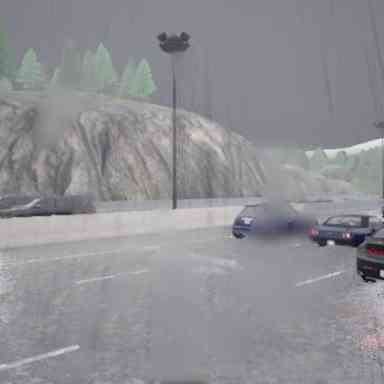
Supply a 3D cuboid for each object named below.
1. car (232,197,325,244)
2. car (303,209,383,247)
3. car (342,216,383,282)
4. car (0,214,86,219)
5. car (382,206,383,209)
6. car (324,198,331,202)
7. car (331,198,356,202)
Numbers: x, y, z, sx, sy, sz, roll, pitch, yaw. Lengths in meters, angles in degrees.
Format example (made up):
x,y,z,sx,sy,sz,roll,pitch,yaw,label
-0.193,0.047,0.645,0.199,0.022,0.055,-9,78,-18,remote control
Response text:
x,y,z,sx,sy,sz,roll,pitch,yaw,label
4.081,1.326,15.929,4.553,1.767,2.097,0,0,-39,car
6.821,1.564,13.617,4.718,1.301,1.895,0,0,-39,car
6.007,1.475,8.488,4.892,1.490,1.837,0,0,-38,car
-8.436,1.245,19.624,5.566,2.045,2.150,0,0,-37,car
17.568,1.414,28.021,4.892,1.490,1.837,0,0,-44,car
19.427,1.487,49.851,4.718,1.301,1.895,0,0,-45,car
22.228,1.477,47.706,4.718,1.301,1.895,0,0,-45,car
